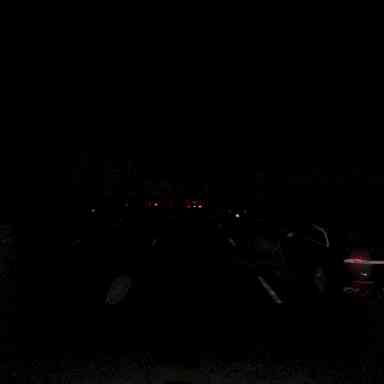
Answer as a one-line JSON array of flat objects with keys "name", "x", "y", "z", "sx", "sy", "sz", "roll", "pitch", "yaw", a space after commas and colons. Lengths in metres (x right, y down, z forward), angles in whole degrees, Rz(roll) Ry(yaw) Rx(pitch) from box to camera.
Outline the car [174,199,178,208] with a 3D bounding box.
[{"name": "car", "x": -3.199, "y": 1.518, "z": 47.272, "sx": 1.837, "sy": 1.490, "sz": 4.892, "roll": 0, "pitch": 0, "yaw": 0}]

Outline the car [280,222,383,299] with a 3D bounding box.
[{"name": "car", "x": 3.631, "y": 1.495, "z": 8.442, "sx": 2.128, "sy": 1.511, "sz": 4.902, "roll": 0, "pitch": 0, "yaw": 0}]

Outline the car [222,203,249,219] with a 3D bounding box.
[{"name": "car", "x": 3.726, "y": 1.609, "z": 29.214, "sx": 1.895, "sy": 1.301, "sz": 4.718, "roll": 0, "pitch": 0, "yaw": 0}]

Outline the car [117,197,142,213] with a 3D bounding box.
[{"name": "car", "x": -6.742, "y": 1.361, "z": 36.447, "sx": 2.097, "sy": 1.767, "sz": 4.553, "roll": 0, "pitch": 0, "yaw": 1}]

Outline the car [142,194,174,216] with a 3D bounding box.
[{"name": "car", "x": -3.257, "y": 1.233, "z": 33.143, "sx": 2.150, "sy": 2.045, "sz": 5.566, "roll": 0, "pitch": 0, "yaw": 0}]

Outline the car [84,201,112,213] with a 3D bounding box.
[{"name": "car", "x": -10.240, "y": 1.611, "z": 36.799, "sx": 1.895, "sy": 1.301, "sz": 4.718, "roll": 0, "pitch": 0, "yaw": 0}]

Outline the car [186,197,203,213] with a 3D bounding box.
[{"name": "car", "x": 0.260, "y": 1.558, "z": 36.753, "sx": 2.033, "sy": 1.411, "sz": 5.357, "roll": 0, "pitch": 0, "yaw": 0}]
